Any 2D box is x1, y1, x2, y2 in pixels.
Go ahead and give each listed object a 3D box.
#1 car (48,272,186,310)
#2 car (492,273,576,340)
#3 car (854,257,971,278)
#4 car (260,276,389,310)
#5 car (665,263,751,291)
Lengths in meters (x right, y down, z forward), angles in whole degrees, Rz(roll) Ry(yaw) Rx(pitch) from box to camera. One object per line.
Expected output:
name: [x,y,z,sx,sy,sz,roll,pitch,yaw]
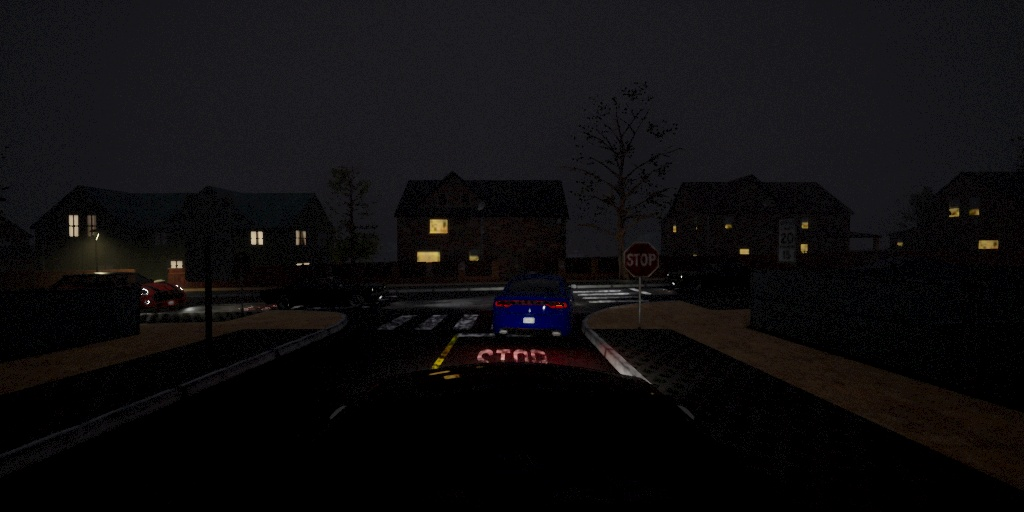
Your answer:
car: [-16.811,1.471,15.298,4.553,1.767,2.097,-1,1,0]
car: [0.779,1.226,10.113,1.882,1.535,5.008,0,0,10]
car: [20.042,0.753,18.300,5.357,1.411,2.033,-1,1,0]
car: [-7.823,1.506,15.314,4.718,1.301,1.895,-1,1,0]
car: [10.396,1.034,18.256,4.718,1.301,1.895,-1,1,-1]
